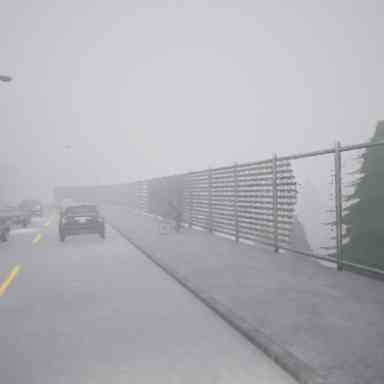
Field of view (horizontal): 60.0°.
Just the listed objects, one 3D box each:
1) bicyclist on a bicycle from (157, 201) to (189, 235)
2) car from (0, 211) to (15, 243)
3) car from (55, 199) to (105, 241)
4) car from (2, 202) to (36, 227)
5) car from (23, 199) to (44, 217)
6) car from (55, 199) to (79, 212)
[{"bbox_3d":[-0.908,1.267,16.273,1.656,1.620,0.582,-2,0,-20],"label":"bicyclist on a bicycle"},{"bbox_3d":[-9.014,1.730,14.014,1.895,1.301,4.718,-2,0,-20],"label":"car"},{"bbox_3d":[-5.834,1.381,17.507,2.097,1.767,4.553,-2,0,-20],"label":"car"},{"bbox_3d":[-12.470,1.678,23.474,1.812,1.442,4.674,-2,0,-20],"label":"car"},{"bbox_3d":[-15.963,1.529,32.971,2.097,1.767,4.553,-2,0,-20],"label":"car"},{"bbox_3d":[-16.000,1.646,42.343,1.812,1.442,4.674,-1,0,-34],"label":"car"}]
